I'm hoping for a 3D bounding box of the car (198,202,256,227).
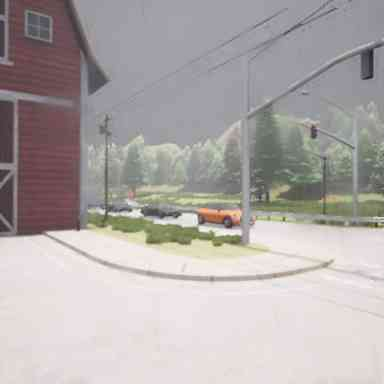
[{"bbox_3d":[2.369,1.513,23.423,2.097,1.767,4.553,0,0,-34],"label":"car"}]

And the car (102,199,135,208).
[{"bbox_3d":[-8.638,1.778,39.492,1.994,1.385,4.181,0,0,-35],"label":"car"}]

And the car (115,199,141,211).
[{"bbox_3d":[-9.061,1.776,46.658,1.812,1.442,4.674,0,0,-34],"label":"car"}]

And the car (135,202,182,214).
[{"bbox_3d":[-3.014,1.734,31.278,2.033,1.411,5.357,0,0,-35],"label":"car"}]

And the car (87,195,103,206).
[{"bbox_3d":[-14.491,1.464,48.110,2.150,2.045,5.566,0,0,-34],"label":"car"}]
